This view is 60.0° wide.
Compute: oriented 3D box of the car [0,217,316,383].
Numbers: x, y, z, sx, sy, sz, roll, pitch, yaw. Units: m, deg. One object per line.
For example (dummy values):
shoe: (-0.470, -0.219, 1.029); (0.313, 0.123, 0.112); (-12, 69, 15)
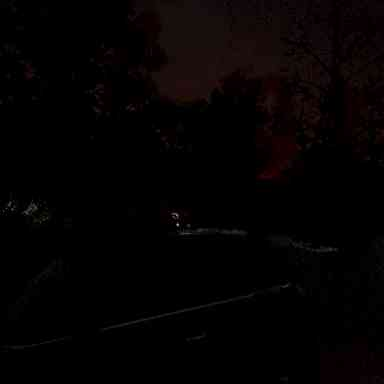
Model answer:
car: (-0.890, 1.341, 3.526); (4.553, 1.767, 2.097); (-1, 0, -29)

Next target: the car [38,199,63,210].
car: (-20.128, 1.653, 45.352); (2.033, 1.411, 5.357); (0, -1, 23)

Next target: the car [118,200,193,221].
car: (-2.131, 1.283, 19.511); (4.553, 1.767, 2.097); (0, 0, 30)
